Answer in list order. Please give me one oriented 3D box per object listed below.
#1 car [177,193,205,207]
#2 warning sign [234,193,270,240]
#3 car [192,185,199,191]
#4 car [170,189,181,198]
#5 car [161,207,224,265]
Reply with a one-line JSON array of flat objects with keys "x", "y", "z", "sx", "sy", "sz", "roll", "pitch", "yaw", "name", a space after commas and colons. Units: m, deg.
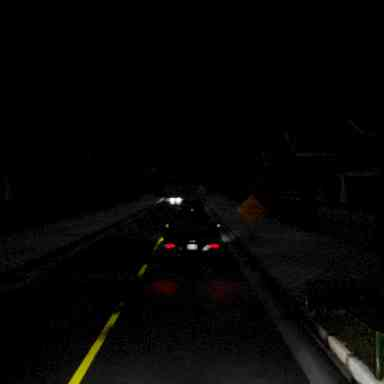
[{"x": 0.048, "y": 1.137, "z": 28.409, "sx": 2.128, "sy": 1.511, "sz": 4.902, "roll": 0, "pitch": 1, "yaw": 0, "name": "car"}, {"x": 2.503, "y": 0.998, "z": 14.027, "sx": 1.300, "sy": 1.860, "sz": 1.060, "roll": -1, "pitch": 0, "yaw": 0, "name": "warning sign"}, {"x": 0.969, "y": -1.125, "z": 94.004, "sx": 1.812, "sy": 1.442, "sz": 4.674, "roll": 0, "pitch": 2, "yaw": 0, "name": "car"}, {"x": -2.808, "y": 0.232, "z": 57.797, "sx": 2.128, "sy": 1.511, "sz": 4.902, "roll": 0, "pitch": 2, "yaw": 0, "name": "car"}, {"x": 0.026, "y": 1.464, "z": 11.269, "sx": 2.033, "sy": 1.411, "sz": 5.357, "roll": 0, "pitch": 1, "yaw": 1, "name": "car"}]
